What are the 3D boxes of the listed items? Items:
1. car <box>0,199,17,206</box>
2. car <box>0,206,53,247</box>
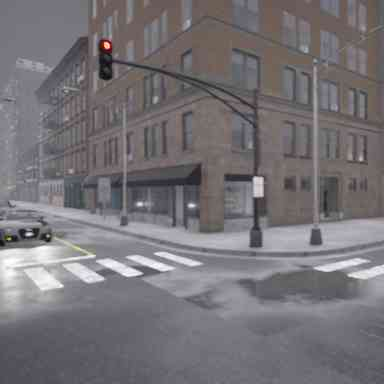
[{"bbox_3d":[-13.426,1.292,23.027,2.097,1.767,4.553,0,0,-36],"label":"car"},{"bbox_3d":[-7.748,1.525,15.105,1.994,1.385,4.181,0,0,-36],"label":"car"}]
